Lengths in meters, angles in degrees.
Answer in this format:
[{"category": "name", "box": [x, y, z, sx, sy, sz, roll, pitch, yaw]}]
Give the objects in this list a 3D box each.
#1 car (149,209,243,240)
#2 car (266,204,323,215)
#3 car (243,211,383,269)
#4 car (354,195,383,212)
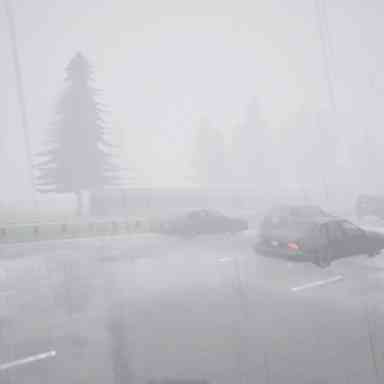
[{"category": "car", "box": [0.476, 1.561, 16.991, 5.357, 1.411, 2.033, 0, 0, -35]}, {"category": "car", "box": [5.492, 1.371, 16.268, 4.553, 1.767, 2.097, 0, 0, -35]}, {"category": "car", "box": [4.475, 1.561, 11.246, 5.357, 1.411, 2.033, 0, 0, -35]}, {"category": "car", "box": [15.919, 1.262, 28.005, 5.566, 2.045, 2.150, 0, 0, -35]}]
